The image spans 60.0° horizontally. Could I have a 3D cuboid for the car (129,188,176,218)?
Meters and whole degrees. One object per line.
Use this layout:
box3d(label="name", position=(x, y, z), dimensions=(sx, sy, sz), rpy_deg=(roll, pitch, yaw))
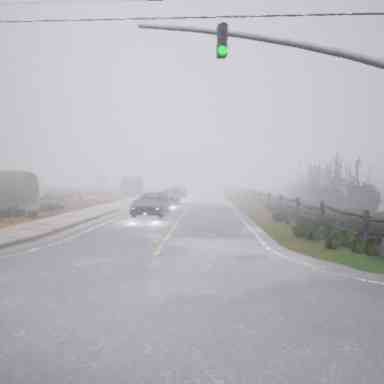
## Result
box3d(label="car", position=(-2.414, 0.708, 20.589), dimensions=(2.033, 1.411, 5.357), rpy_deg=(1, 2, 3))

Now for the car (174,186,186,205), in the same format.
box3d(label="car", position=(-1.971, 0.342, 30.735), dimensions=(2.033, 1.411, 5.357), rpy_deg=(1, 2, 2))

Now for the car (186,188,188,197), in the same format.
box3d(label="car", position=(-1.474, -0.036, 41.241), dimensions=(2.033, 1.411, 5.357), rpy_deg=(1, 2, 3))
